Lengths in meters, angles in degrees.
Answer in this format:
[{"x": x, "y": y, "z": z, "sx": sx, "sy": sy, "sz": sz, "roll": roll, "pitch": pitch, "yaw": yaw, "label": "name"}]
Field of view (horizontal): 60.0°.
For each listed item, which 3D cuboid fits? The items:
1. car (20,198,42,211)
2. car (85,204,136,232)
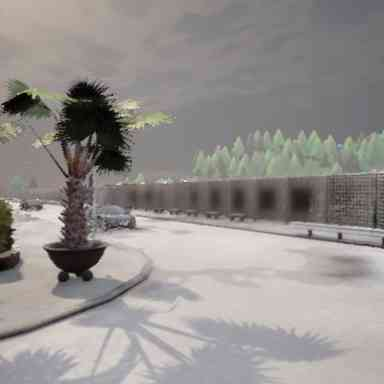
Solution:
[{"x": -20.096, "y": 1.497, "z": 41.416, "sx": 2.033, "sy": 1.411, "sz": 5.357, "roll": 0, "pitch": 0, "yaw": -36, "label": "car"}, {"x": -5.123, "y": 1.524, "z": 20.499, "sx": 1.837, "sy": 1.490, "sz": 4.892, "roll": 0, "pitch": 0, "yaw": -36, "label": "car"}]
